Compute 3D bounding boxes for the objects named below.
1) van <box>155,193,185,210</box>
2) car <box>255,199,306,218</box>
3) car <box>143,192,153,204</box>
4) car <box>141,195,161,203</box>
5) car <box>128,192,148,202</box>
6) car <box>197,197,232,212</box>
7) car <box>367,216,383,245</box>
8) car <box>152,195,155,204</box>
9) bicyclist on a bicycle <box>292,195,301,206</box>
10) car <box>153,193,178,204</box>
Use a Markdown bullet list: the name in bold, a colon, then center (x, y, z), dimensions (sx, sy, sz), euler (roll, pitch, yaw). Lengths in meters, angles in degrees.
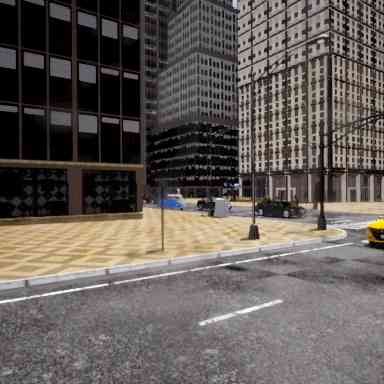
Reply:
- **van**: center (-2.376, 1.210, 39.539), dimensions (1.690, 1.788, 3.998), euler (0, 0, -34)
- **car**: center (7.706, 1.419, 29.234), dimensions (1.837, 1.490, 4.892), euler (-1, 1, -34)
- **car**: center (-6.413, 1.251, 55.760), dimensions (1.837, 1.490, 4.892), euler (-1, 1, -34)
- **car**: center (-7.838, 1.238, 62.590), dimensions (1.887, 1.381, 4.507), euler (0, 0, -34)
- **car**: center (-10.940, 0.981, 67.179), dimensions (2.192, 1.841, 5.009), euler (0, 0, -34)
- **car**: center (2.432, 1.362, 37.042), dimensions (2.128, 1.511, 4.902), euler (-1, 1, -34)
- **car**: center (9.557, 1.476, 14.481), dimensions (5.008, 1.535, 1.882), euler (0, 0, -35)
- **car**: center (-3.219, 1.348, 45.420), dimensions (1.812, 1.442, 4.674), euler (-1, 1, -34)
- **bicyclist on a bicycle**: center (12.012, 1.118, 38.461), dimensions (1.656, 1.620, 0.582), euler (-1, 1, -34)
- **car**: center (-4.737, 1.035, 57.999), dimensions (2.192, 1.841, 5.009), euler (0, 0, -34)
